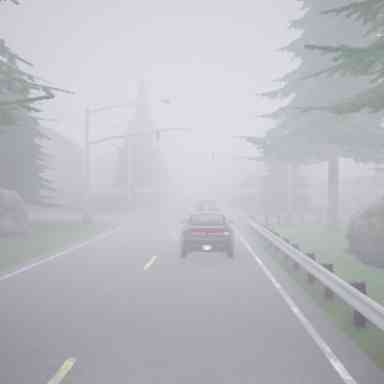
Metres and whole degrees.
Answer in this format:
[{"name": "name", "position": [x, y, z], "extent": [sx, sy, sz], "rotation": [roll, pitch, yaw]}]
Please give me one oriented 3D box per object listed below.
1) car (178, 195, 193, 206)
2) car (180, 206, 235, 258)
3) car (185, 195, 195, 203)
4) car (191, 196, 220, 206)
[{"name": "car", "position": [-1.166, 1.516, 54.777], "extent": [1.837, 1.490, 4.892], "rotation": [0, 0, 3]}, {"name": "car", "position": [0.593, 1.509, 12.890], "extent": [1.837, 1.490, 4.892], "rotation": [0, 0, 3]}, {"name": "car", "position": [-0.403, 1.407, 70.533], "extent": [1.882, 1.535, 5.008], "rotation": [0, 0, 3]}, {"name": "car", "position": [1.281, 1.352, 28.237], "extent": [2.097, 1.767, 4.553], "rotation": [0, 0, 3]}]
